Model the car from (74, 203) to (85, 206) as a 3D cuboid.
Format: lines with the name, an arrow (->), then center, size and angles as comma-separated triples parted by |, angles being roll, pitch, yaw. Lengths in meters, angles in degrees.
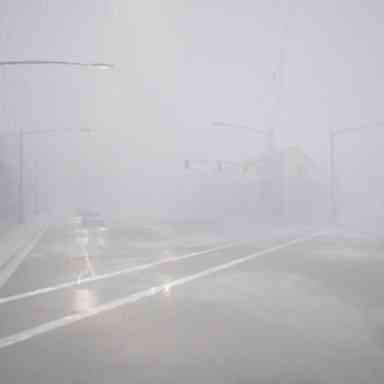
car -> -21.898, 3.092, 65.257 | 2.150, 2.045, 5.566 | 0, -2, -21

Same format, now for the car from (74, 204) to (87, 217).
car -> -16.432, 3.036, 50.545 | 1.994, 1.385, 4.181 | 0, -1, -21

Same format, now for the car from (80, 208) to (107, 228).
car -> -10.117, 2.739, 33.807 | 1.812, 1.442, 4.674 | 0, -1, -21
